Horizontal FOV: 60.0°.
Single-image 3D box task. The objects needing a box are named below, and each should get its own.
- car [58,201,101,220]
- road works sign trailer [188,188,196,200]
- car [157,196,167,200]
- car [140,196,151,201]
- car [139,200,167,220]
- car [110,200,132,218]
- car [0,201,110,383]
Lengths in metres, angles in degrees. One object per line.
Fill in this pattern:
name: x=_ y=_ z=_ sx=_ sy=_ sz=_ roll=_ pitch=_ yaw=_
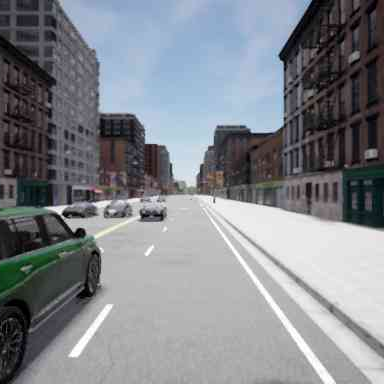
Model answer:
car: x=-9.854 y=1.555 z=29.685 sx=2.033 sy=1.411 sz=5.357 roll=0 pitch=0 yaw=0
road works sign trailer: x=-0.014 y=0.537 z=95.029 sx=2.380 sy=3.560 sz=2.880 roll=0 pitch=0 yaw=0
car: x=-6.511 y=1.551 z=71.317 sx=2.128 sy=1.511 sz=4.902 roll=0 pitch=0 yaw=0
car: x=-9.761 y=1.520 z=69.910 sx=1.812 sy=1.442 sz=4.674 roll=0 pitch=0 yaw=0
car: x=-3.158 y=1.608 z=28.149 sx=1.895 sy=1.301 sz=4.718 roll=0 pitch=0 yaw=0
car: x=-6.603 y=1.499 z=29.941 sx=2.128 sy=1.511 sz=4.902 roll=0 pitch=0 yaw=0
car: x=-3.170 y=1.223 z=5.377 sx=2.150 sy=2.045 sz=5.566 roll=0 pitch=0 yaw=0
